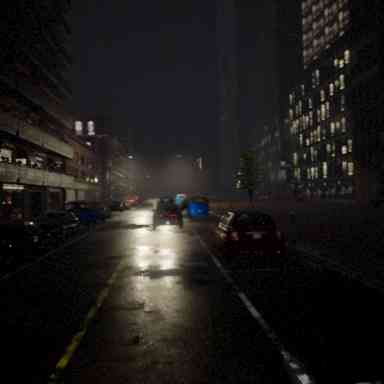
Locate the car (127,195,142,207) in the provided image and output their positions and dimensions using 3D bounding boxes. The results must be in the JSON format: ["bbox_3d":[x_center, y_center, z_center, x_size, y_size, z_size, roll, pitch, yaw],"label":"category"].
[{"bbox_3d":[-10.199,1.459,55.815,2.192,1.841,5.009,0,0,-5],"label":"car"}]

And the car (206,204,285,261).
[{"bbox_3d":[1.837,1.375,12.103,1.967,1.590,4.097,-1,0,-5],"label":"car"}]

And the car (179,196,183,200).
[{"bbox_3d":[-0.465,1.524,39.855,1.802,1.307,4.206,-1,0,-5],"label":"car"}]

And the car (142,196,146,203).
[{"bbox_3d":[-11.579,1.697,72.467,1.887,1.381,4.507,0,0,-5],"label":"car"}]

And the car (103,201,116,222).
[{"bbox_3d":[-7.879,1.661,27.893,1.752,1.417,4.829,0,0,-5],"label":"car"}]

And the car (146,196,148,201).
[{"bbox_3d":[-12.500,1.740,83.569,1.802,1.307,4.206,0,0,-5],"label":"car"}]

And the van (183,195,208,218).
[{"bbox_3d":[0.454,1.280,28.755,1.690,1.788,3.998,-1,0,-5],"label":"van"}]

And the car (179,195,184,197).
[{"bbox_3d":[-0.940,1.469,45.575,1.752,1.417,4.829,-1,0,-5],"label":"car"}]

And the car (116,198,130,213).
[{"bbox_3d":[-8.814,1.689,39.163,2.008,1.369,4.403,0,0,-5],"label":"car"}]

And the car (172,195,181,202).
[{"bbox_3d":[-3.691,1.504,78.710,1.887,1.381,4.507,-1,0,-5],"label":"car"}]

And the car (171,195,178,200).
[{"bbox_3d":[-5.072,1.513,95.362,1.887,1.381,4.507,-1,0,-5],"label":"car"}]

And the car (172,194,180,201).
[{"bbox_3d":[-4.152,1.402,84.261,1.967,1.590,4.097,-1,0,-5],"label":"car"}]

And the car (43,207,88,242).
[{"bbox_3d":[-6.972,1.684,16.961,2.008,1.369,4.403,0,0,-5],"label":"car"}]

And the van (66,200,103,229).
[{"bbox_3d":[-7.434,1.475,22.512,1.690,1.788,3.998,0,0,-5],"label":"van"}]

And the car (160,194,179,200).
[{"bbox_3d":[-2.988,1.354,38.645,2.097,1.767,4.553,-1,0,-5],"label":"car"}]

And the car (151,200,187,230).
[{"bbox_3d":[-1.569,1.505,21.487,1.837,1.490,4.892,-1,0,-4],"label":"car"}]

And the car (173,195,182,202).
[{"bbox_3d":[-3.244,1.481,73.328,1.752,1.417,4.829,-1,0,-5],"label":"car"}]

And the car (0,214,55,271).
[{"bbox_3d":[-6.511,1.698,11.411,1.947,1.339,4.313,0,0,-5],"label":"car"}]

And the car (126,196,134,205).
[{"bbox_3d":[-9.262,1.666,44.545,1.752,1.417,4.829,0,0,-5],"label":"car"}]

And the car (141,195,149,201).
[{"bbox_3d":[-13.422,1.709,94.670,1.887,1.381,4.507,0,0,-5],"label":"car"}]
